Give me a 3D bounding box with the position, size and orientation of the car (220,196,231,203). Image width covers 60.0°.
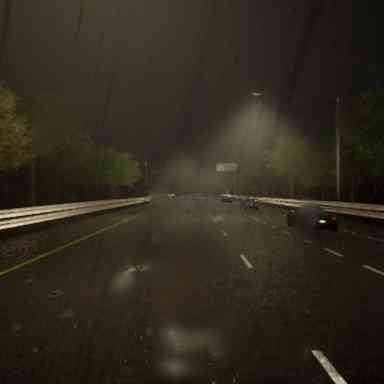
[{"bbox_3d":[7.274,1.590,72.272,1.994,1.385,4.181,0,0,0],"label":"car"}]

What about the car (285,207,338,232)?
[{"bbox_3d":[7.019,1.569,19.904,1.994,1.385,4.181,0,0,0],"label":"car"}]

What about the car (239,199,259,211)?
[{"bbox_3d":[7.090,1.565,41.862,2.033,1.411,5.357,0,0,0],"label":"car"}]
